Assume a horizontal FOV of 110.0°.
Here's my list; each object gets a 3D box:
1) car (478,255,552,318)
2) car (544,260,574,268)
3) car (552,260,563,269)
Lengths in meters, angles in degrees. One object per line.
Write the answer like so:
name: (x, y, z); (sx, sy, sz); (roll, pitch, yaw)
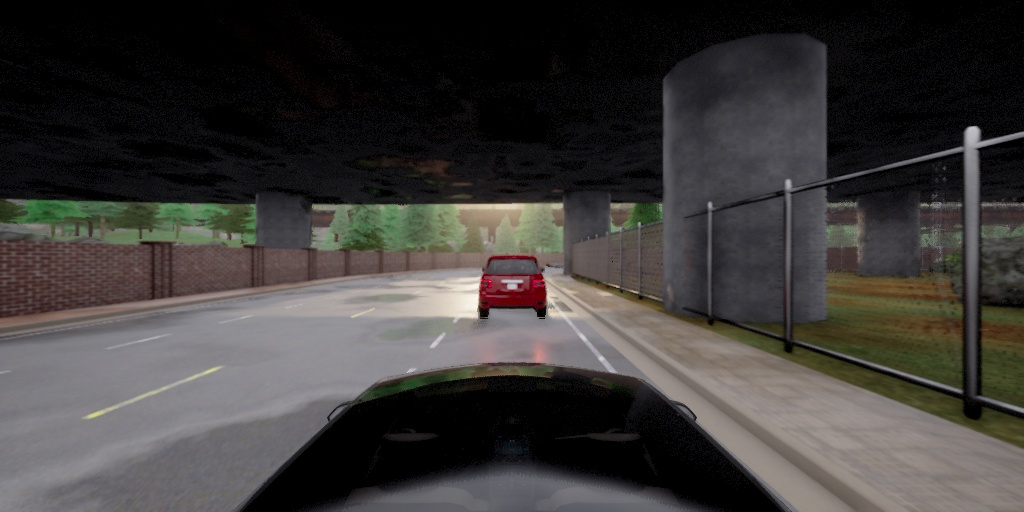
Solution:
car: (0.054, 0.983, 13.117); (2.150, 2.045, 5.566); (0, 0, 1)
car: (8.130, 1.413, 61.603); (4.718, 1.301, 1.895); (0, 0, -14)
car: (8.412, 1.409, 57.844); (4.718, 1.301, 1.895); (0, 0, -16)
